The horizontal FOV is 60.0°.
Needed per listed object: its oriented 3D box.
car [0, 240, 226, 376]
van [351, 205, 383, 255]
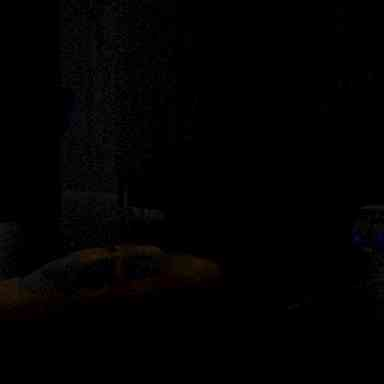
[{"bbox_3d":[-1.634,1.525,5.487,4.829,1.417,1.752,0,0,-36],"label":"car"},{"bbox_3d":[7.345,1.342,11.919,3.998,1.788,1.690,0,0,-36],"label":"van"}]
